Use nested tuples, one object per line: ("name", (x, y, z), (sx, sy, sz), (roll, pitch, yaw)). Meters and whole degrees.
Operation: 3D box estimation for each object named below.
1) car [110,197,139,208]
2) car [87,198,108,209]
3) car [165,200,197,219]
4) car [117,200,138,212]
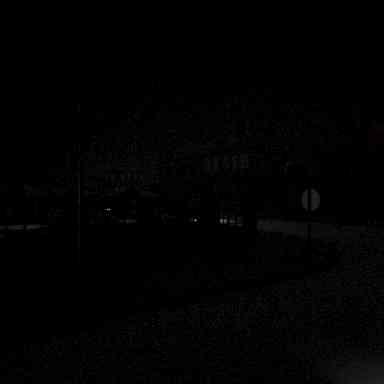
("car", (-10.046, 1.547, 48.981), (2.033, 1.411, 5.357), (0, 0, -37))
("car", (-13.027, 1.526, 45.990), (1.812, 1.442, 4.674), (0, 0, -35))
("car", (-1.229, 1.506, 29.352), (1.837, 1.490, 4.892), (0, 0, -35))
("car", (-7.129, 1.547, 37.638), (2.033, 1.411, 5.357), (0, 0, -36))
